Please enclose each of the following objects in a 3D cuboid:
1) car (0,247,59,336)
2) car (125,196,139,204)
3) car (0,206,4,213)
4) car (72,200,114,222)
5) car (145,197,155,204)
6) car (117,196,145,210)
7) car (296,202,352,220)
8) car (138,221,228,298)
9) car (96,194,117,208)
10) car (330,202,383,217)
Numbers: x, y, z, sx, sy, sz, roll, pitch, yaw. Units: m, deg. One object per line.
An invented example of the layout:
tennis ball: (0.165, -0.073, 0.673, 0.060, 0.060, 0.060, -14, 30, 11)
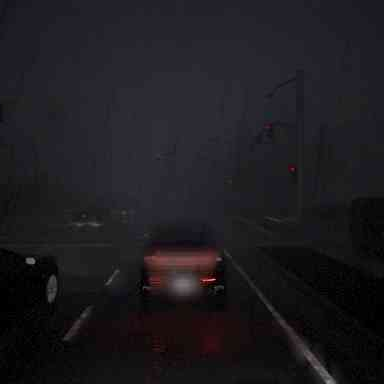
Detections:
car: (-3.612, 1.478, 4.875, 1.882, 1.535, 5.008, 0, 0, -2)
car: (-11.725, 1.505, 64.901, 1.837, 1.490, 4.892, 0, 0, 0)
car: (-20.126, 1.547, 30.362, 5.357, 1.411, 2.033, 0, 0, 4)
car: (-7.850, 1.564, 26.262, 1.994, 1.385, 4.181, 0, 0, 0)
car: (-8.215, 1.601, 64.368, 1.895, 1.301, 4.718, 0, 0, 0)
car: (-7.922, 1.491, 43.442, 2.128, 1.511, 4.902, 0, 0, -1)
car: (11.396, 1.547, 27.232, 5.357, 1.411, 2.033, 0, 0, 0)
car: (-0.245, 1.492, 8.539, 2.128, 1.511, 4.902, 0, 0, -2)
car: (-11.447, 1.222, 44.810, 2.150, 2.045, 5.566, 0, 0, -1)
car: (15.468, 1.601, 30.696, 4.718, 1.301, 1.895, 0, 0, 0)
